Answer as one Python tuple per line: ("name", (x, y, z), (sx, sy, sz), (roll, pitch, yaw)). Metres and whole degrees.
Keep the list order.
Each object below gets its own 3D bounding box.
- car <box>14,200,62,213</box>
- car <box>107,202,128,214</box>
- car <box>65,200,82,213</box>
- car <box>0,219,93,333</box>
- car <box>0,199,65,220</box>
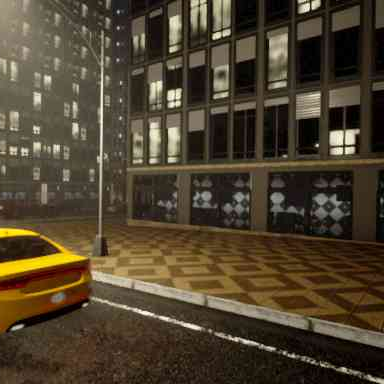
("car", (-17.924, 1.633, 38.972), (1.752, 1.417, 4.829), (1, 0, 36))
("car", (-7.629, 1.823, 38.839), (1.752, 1.417, 4.829), (1, 0, 36))
("car", (-15.163, 1.638, 38.342), (1.882, 1.535, 5.008), (1, 0, 36))
("car", (-4.086, 1.473, 6.569), (5.008, 1.535, 1.882), (0, 0, 35))
("car", (-14.399, 1.512, 29.607), (2.192, 1.841, 5.009), (1, 0, 36))
